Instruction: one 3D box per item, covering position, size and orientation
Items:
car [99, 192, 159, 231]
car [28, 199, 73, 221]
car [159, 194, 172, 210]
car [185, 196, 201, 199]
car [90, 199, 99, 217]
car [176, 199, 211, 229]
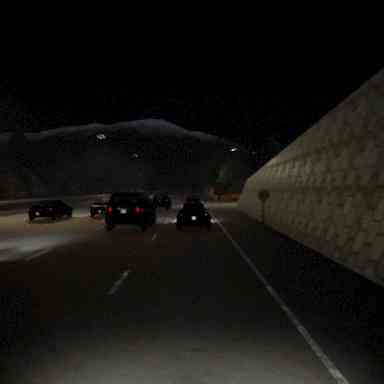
[{"bbox_3d":[-3.398,1.029,19.201,2.150,2.045,5.566,0,1,0],"label":"car"},{"bbox_3d":[-10.398,1.279,24.673,1.812,1.442,4.674,0,1,0],"label":"car"},{"bbox_3d":[-3.398,0.982,37.081,2.097,1.767,4.553,0,1,0],"label":"car"},{"bbox_3d":[0.102,1.185,37.923,1.994,1.385,4.181,0,1,0],"label":"car"},{"bbox_3d":[-6.898,1.219,27.276,2.128,1.511,4.902,0,1,0],"label":"car"},{"bbox_3d":[0.101,1.363,20.071,1.994,1.385,4.181,0,1,0],"label":"car"}]
